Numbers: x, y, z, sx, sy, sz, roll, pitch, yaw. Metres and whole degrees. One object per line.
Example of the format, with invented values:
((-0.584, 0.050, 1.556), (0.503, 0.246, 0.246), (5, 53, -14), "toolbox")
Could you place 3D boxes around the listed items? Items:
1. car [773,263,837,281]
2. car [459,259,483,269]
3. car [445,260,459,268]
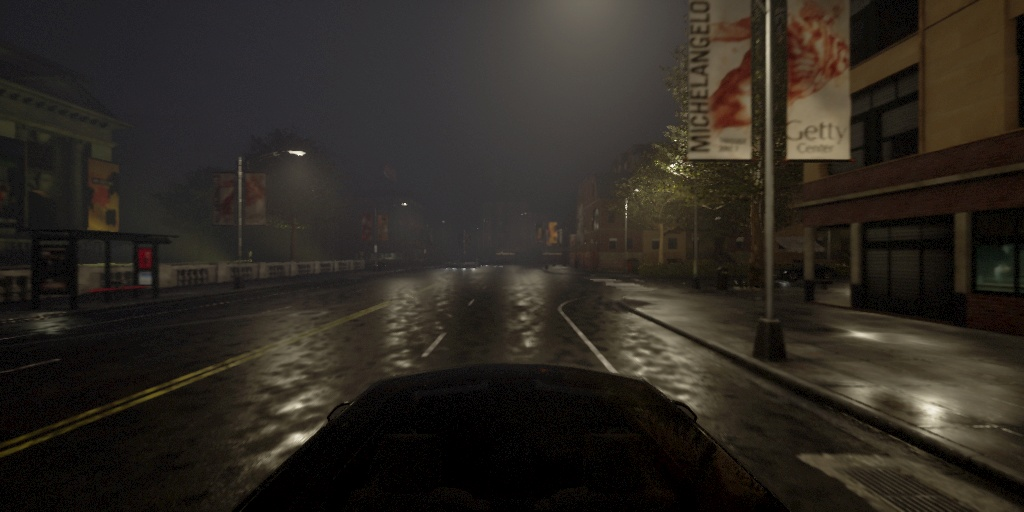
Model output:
((23.798, 1.272, 29.319), (4.674, 1.442, 1.812), (0, 0, 0), "car")
((-6.524, 1.266, 57.526), (1.812, 1.442, 4.674), (0, 0, 7), "car")
((-9.668, 1.340, 60.425), (1.895, 1.301, 4.718), (0, 0, 10), "car")
